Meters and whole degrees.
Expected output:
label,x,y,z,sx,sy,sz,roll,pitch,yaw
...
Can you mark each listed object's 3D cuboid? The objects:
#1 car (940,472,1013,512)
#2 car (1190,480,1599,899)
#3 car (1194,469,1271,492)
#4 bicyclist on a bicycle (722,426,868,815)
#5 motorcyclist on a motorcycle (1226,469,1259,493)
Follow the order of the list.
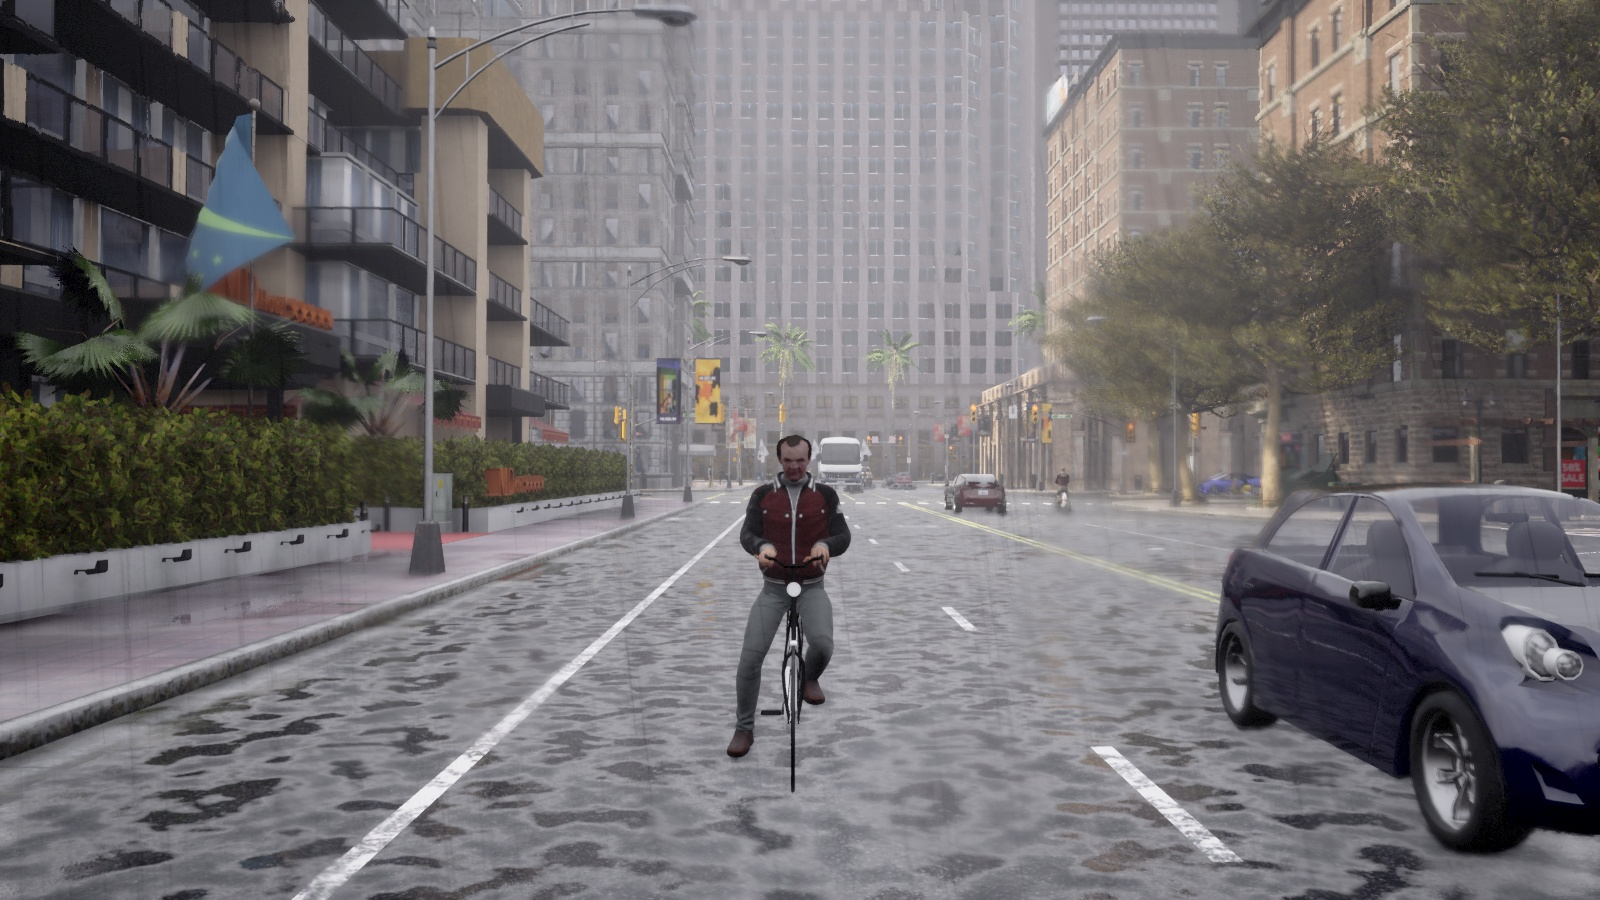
label,x,y,z,sx,sy,sz,roll,pitch,yaw
car,6.819,1.608,48.996,2.163,1.488,4.792,0,-1,0
car,3.475,0.921,6.353,1.845,1.501,3.633,0,-1,0
car,29.324,2.072,85.222,4.514,1.525,2.007,0,-1,1
bicyclist on a bicycle,-0.027,0.797,6.671,0.659,1.776,1.843,0,-1,0
motorcyclist on a motorcycle,28.779,2.021,81.705,1.817,1.590,0.866,0,-1,1
